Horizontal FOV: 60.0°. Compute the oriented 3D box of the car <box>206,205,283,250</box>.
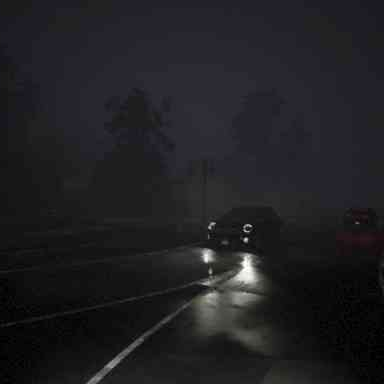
[{"bbox_3d":[2.483,1.407,14.876,2.097,1.767,4.553,1,0,32],"label":"car"}]

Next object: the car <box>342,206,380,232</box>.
[{"bbox_3d":[11.154,1.678,21.939,2.128,1.511,4.902,1,0,32],"label":"car"}]
